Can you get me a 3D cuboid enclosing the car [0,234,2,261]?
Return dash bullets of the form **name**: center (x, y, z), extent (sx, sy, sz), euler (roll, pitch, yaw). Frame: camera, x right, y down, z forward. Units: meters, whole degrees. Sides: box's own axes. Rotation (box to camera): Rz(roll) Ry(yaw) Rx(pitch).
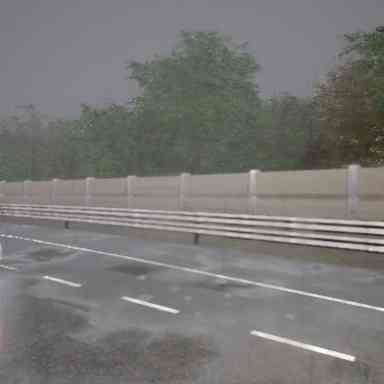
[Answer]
- **car**: center (-7.453, 1.225, 9.214), extent (5.566, 2.045, 2.150), euler (0, 0, 36)
